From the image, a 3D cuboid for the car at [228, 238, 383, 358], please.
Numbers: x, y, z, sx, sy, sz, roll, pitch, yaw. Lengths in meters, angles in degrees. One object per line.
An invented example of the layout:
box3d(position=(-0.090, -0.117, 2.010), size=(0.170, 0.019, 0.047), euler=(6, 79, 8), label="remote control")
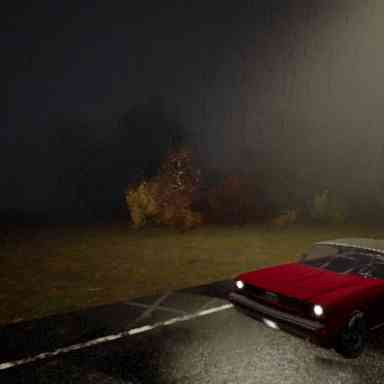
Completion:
box3d(position=(2.941, 1.594, 6.098), size=(4.718, 1.301, 1.895), euler=(0, 0, -36), label="car")
